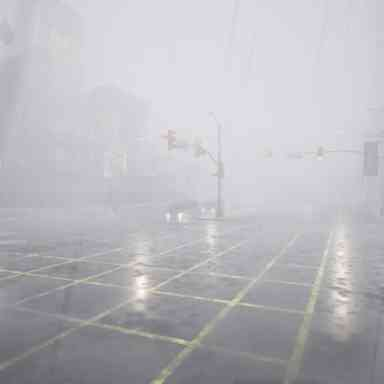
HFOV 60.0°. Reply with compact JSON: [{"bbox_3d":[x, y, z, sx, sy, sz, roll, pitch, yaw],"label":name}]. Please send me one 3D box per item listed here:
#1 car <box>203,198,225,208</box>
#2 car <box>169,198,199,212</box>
[{"bbox_3d":[3.221,1.597,48.741,1.895,1.301,4.718,0,0,24],"label":"car"},{"bbox_3d":[-0.912,1.476,39.400,1.882,1.535,5.008,0,0,26],"label":"car"}]
